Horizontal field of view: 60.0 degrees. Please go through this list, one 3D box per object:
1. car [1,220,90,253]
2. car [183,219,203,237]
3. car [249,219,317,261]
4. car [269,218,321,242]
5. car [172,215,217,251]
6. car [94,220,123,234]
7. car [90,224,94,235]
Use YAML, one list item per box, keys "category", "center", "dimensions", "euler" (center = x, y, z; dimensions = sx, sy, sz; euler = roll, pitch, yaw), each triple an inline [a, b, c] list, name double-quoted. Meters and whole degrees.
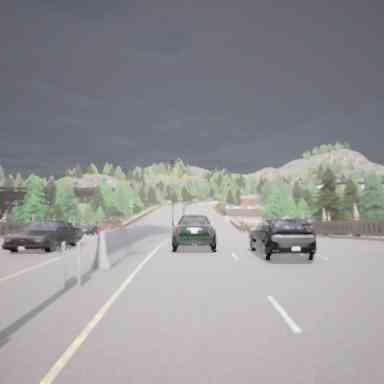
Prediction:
- category: "car"
  center: [-7.071, 2.114, 16.470]
  dimensions: [2.033, 1.411, 5.357]
  euler: [0, -4, 0]
- category: "car"
  center: [0.108, 3.913, 36.160]
  dimensions: [2.097, 1.767, 4.553]
  euler: [0, -7, 0]
- category: "car"
  center: [3.603, 1.895, 13.925]
  dimensions: [2.128, 1.511, 4.902]
  euler: [0, -3, 0]
- category: "car"
  center: [7.106, 2.656, 23.619]
  dimensions: [2.128, 1.511, 4.902]
  euler: [0, -6, 0]
- category: "car"
  center: [0.104, 1.967, 17.189]
  dimensions: [2.097, 1.767, 4.553]
  euler: [0, -4, 0]
- category: "car"
  center: [-10.504, 4.606, 43.371]
  dimensions: [2.150, 2.045, 5.566]
  euler: [0, -7, 0]
- category: "car"
  center: [-14.003, 5.169, 45.946]
  dimensions: [2.128, 1.511, 4.902]
  euler: [0, -7, 0]
